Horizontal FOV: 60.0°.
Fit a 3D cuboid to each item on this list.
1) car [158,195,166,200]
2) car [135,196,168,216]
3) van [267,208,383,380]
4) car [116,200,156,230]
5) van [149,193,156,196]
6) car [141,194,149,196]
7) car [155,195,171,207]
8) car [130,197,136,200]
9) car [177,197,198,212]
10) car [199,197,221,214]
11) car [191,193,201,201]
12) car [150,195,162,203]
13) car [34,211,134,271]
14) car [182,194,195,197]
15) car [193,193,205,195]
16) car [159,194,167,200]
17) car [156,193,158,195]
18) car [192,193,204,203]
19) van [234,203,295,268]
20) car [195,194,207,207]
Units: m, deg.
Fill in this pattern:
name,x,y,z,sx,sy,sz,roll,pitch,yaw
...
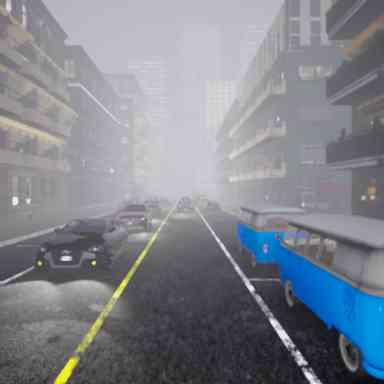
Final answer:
name,x,y,z,sx,sy,sz,roll,pitch,yaw
car,-7.550,1.366,83.491,1.802,1.307,4.206,-1,0,-1
car,-3.724,1.413,31.324,2.128,1.511,4.902,0,0,-1
van,2.591,1.315,5.241,1.690,1.788,3.998,-1,0,-1
car,-3.527,1.477,20.879,1.812,1.442,4.674,0,0,-2
van,-6.764,1.219,49.887,1.690,1.788,3.998,-1,0,-1
car,-6.510,1.350,38.686,1.967,1.590,4.097,-1,0,-1
car,-4.077,1.478,49.216,1.994,1.385,4.181,0,0,-1
car,-6.381,1.508,33.087,1.802,1.307,4.206,-1,0,-1
car,-0.688,1.495,36.435,1.895,1.301,4.718,0,0,-1
car,1.964,1.475,33.246,1.802,1.307,4.206,-1,0,-1
car,0.951,1.081,78.050,2.192,1.841,5.009,-1,0,-1
car,-7.179,1.382,66.689,2.008,1.369,4.403,-1,0,-1
car,-3.302,1.545,10.686,1.994,1.385,4.181,0,0,-1
car,-0.942,1.369,47.526,1.837,1.490,4.892,0,1,-1
car,1.455,1.144,55.647,2.192,1.841,5.009,-1,0,-1
car,-7.676,1.351,89.092,1.802,1.307,4.206,-1,0,-1
car,-7.040,1.162,61.088,2.192,1.841,5.009,-1,0,-1
car,1.203,1.113,66.849,2.192,1.841,5.009,-1,0,-1
van,2.465,1.299,10.842,1.690,1.788,3.998,-1,0,-1
car,1.707,1.386,44.617,1.752,1.417,4.829,-1,0,-1
